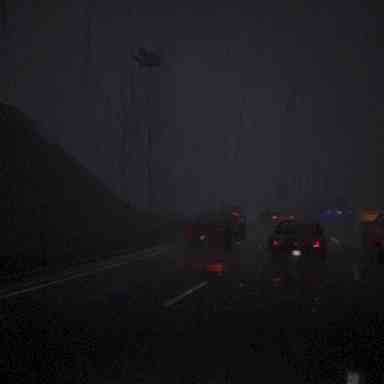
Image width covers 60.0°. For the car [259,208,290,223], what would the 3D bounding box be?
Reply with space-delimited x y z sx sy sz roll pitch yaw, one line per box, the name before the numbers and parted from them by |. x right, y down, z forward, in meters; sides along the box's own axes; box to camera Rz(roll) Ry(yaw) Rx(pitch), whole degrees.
car | 6.509 1.878 25.975 1.895 1.301 4.718 0 -1 0

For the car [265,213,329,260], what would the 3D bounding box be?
car | 4.205 1.740 13.075 1.895 1.301 4.718 0 -1 20

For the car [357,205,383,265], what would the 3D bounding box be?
car | 7.480 1.474 11.904 2.097 1.767 4.553 0 -1 20

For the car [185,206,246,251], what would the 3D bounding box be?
car | 1.232 1.643 15.217 1.882 1.535 5.008 0 -1 19

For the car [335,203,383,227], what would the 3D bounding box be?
car | 13.472 1.754 26.622 1.882 1.535 5.008 0 0 -1

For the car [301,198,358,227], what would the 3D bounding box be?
car | 10.011 1.490 25.156 2.150 2.045 5.566 0 0 1
